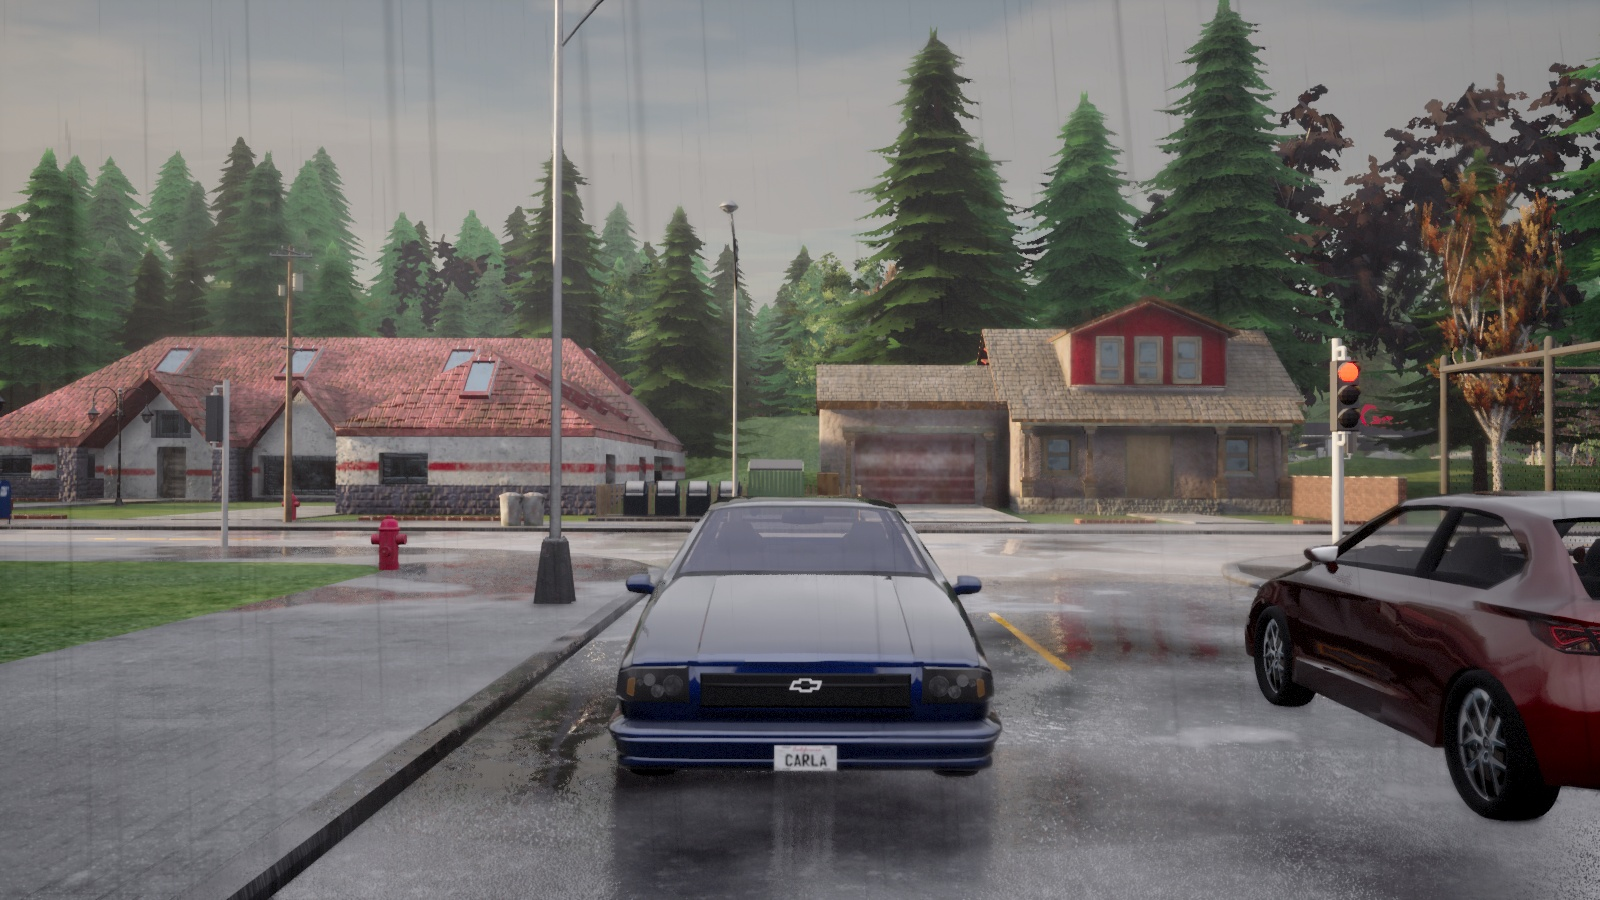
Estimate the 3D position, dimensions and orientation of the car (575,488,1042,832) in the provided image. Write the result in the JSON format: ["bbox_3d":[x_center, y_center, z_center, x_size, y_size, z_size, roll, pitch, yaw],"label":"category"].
[{"bbox_3d":[0.028,0.998,8.168,2.033,1.411,5.357,0,-1,0],"label":"car"}]

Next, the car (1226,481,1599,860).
[{"bbox_3d":[3.976,0.931,7.101,1.816,1.474,4.193,0,-1,2],"label":"car"}]
